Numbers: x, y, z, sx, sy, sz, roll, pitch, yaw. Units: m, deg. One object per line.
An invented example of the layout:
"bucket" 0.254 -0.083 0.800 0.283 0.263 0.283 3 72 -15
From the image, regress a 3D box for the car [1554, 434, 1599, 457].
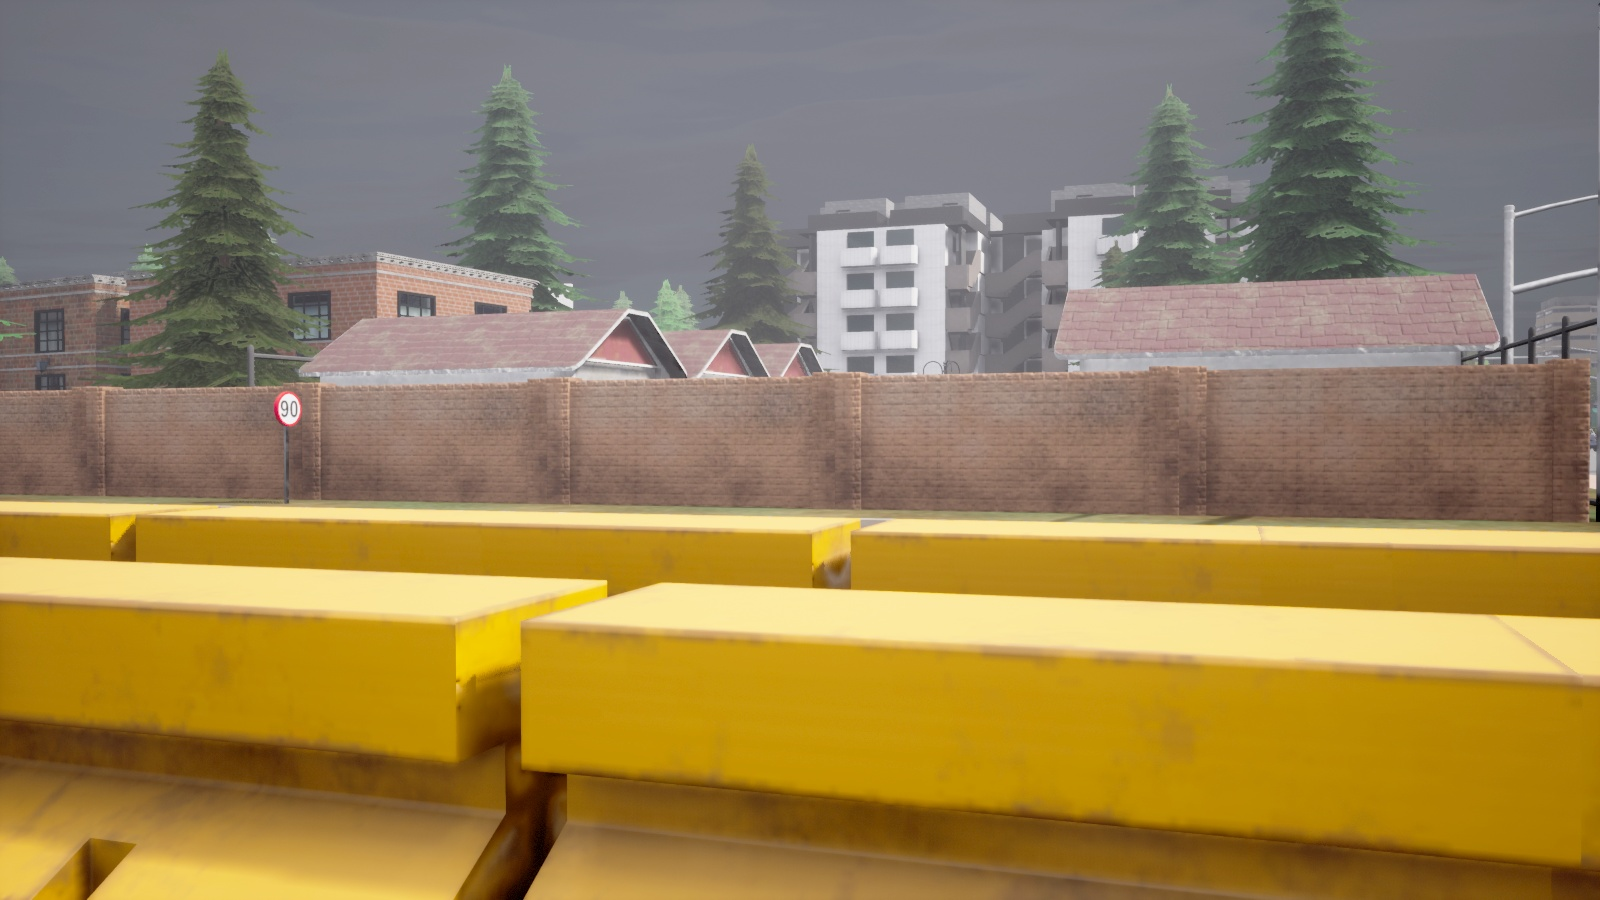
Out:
"car" 50.429 -0.323 81.439 1.970 1.475 3.806 1 1 20
